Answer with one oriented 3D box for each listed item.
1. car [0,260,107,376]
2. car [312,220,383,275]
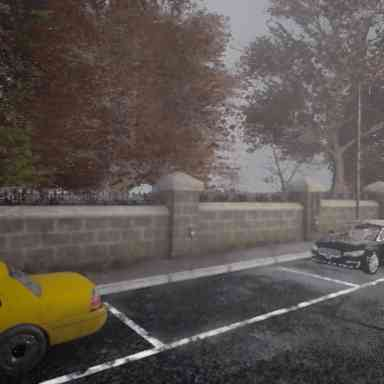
[{"bbox_3d":[-3.536,1.523,4.021,4.829,1.417,1.752,0,1,-35],"label":"car"},{"bbox_3d":[5.595,1.590,10.535,4.403,1.369,2.008,0,1,-35],"label":"car"}]
